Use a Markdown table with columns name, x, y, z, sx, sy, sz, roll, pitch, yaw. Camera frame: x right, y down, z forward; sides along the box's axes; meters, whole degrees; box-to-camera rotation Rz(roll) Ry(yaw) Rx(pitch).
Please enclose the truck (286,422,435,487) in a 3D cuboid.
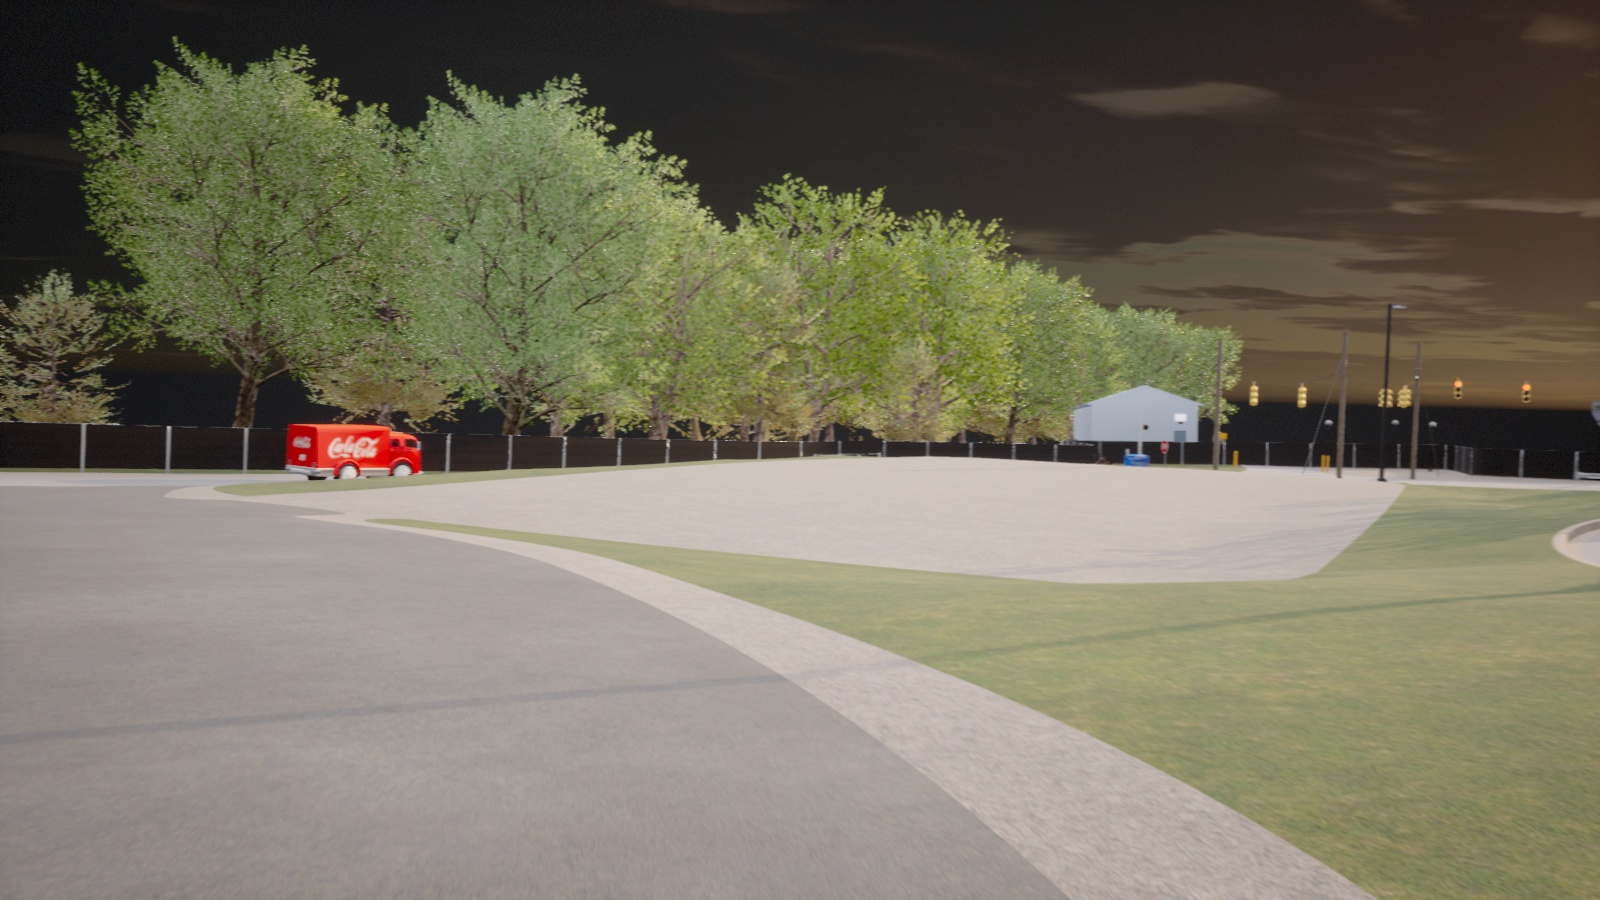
| name | x | y | z | sx | sy | sz | roll | pitch | yaw |
| --- | --- | --- | --- | --- | --- | --- | --- | --- | --- |
| truck | -18.355 | 0.162 | 52.673 | 2.627 | 2.467 | 5.204 | 4 | 2 | 39 |
